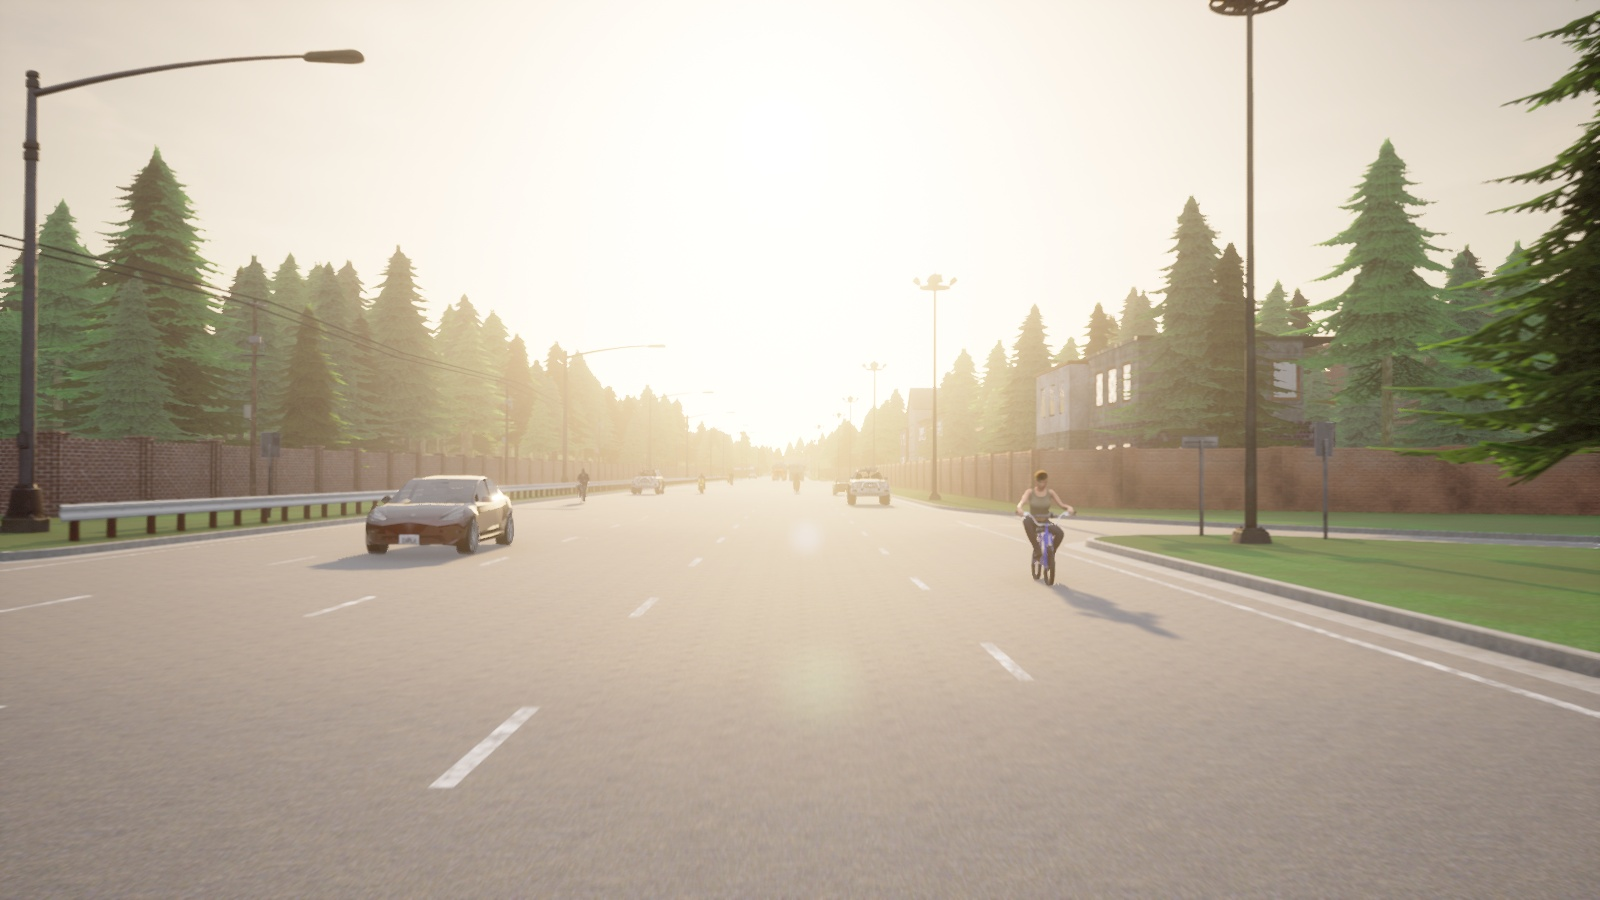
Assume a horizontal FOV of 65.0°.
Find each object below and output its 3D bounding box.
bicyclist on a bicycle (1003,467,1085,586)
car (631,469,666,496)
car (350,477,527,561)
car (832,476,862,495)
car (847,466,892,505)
[{"bbox_3d":[3.460,1.060,17.930,0.866,1.612,1.509,0,-1,0],"label":"bicyclist on a bicycle"},{"bbox_3d":[-10.720,2.269,89.138,1.932,1.855,4.605,0,-1,0],"label":"car"},{"bbox_3d":[-7.062,1.293,25.097,2.163,1.488,4.792,0,-1,0],"label":"car"},{"bbox_3d":[3.283,2.483,88.357,1.895,1.301,4.718,0,-1,0],"label":"car"},{"bbox_3d":[3.348,1.720,61.549,1.932,1.855,4.605,0,-1,0],"label":"car"}]
